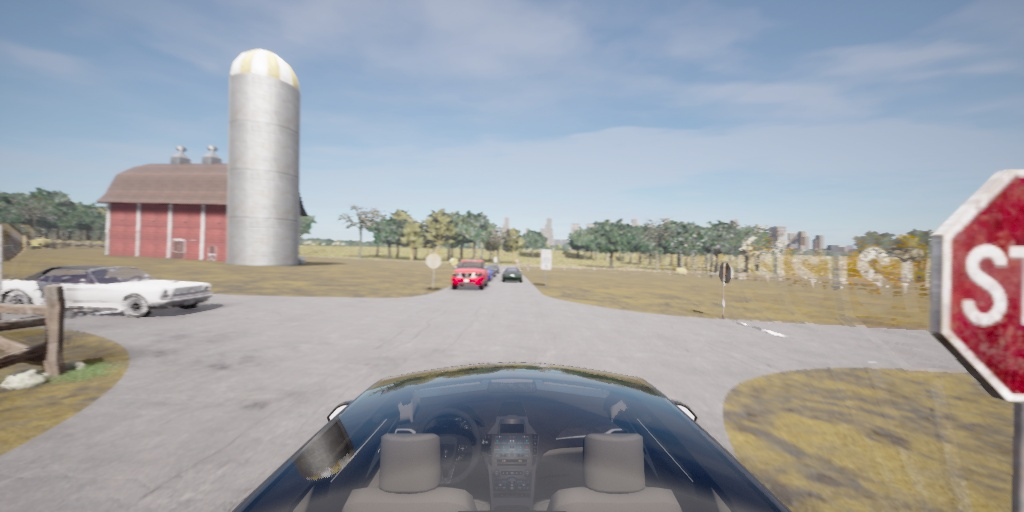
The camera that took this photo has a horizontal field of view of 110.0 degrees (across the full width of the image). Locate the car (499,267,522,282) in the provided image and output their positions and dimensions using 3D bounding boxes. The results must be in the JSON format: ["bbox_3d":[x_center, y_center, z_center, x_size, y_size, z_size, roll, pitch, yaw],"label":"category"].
[{"bbox_3d":[0.012,1.840,36.290,1.994,1.385,4.181,1,-1,0],"label":"car"}]

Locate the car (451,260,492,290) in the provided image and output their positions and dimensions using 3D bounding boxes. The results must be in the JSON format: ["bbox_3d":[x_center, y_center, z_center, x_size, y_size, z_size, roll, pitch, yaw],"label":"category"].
[{"bbox_3d":[-2.917,1.277,25.980,2.150,2.045,5.566,1,-1,1],"label":"car"}]

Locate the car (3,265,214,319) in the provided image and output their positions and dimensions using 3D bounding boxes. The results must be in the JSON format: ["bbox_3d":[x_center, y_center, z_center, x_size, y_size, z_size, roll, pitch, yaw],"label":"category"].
[{"bbox_3d":[-11.614,0.949,10.343,4.718,1.301,1.895,3,0,-4],"label":"car"}]

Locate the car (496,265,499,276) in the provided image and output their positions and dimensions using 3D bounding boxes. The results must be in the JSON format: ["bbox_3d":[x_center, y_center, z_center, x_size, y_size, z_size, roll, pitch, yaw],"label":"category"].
[{"bbox_3d":[-2.952,1.923,46.179,1.837,1.490,4.892,1,-1,0],"label":"car"}]

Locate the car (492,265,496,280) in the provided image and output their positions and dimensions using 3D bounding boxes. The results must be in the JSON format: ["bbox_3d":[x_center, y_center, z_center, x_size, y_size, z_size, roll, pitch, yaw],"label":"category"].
[{"bbox_3d":[-2.930,1.706,36.050,1.882,1.535,5.008,1,-1,0],"label":"car"}]
